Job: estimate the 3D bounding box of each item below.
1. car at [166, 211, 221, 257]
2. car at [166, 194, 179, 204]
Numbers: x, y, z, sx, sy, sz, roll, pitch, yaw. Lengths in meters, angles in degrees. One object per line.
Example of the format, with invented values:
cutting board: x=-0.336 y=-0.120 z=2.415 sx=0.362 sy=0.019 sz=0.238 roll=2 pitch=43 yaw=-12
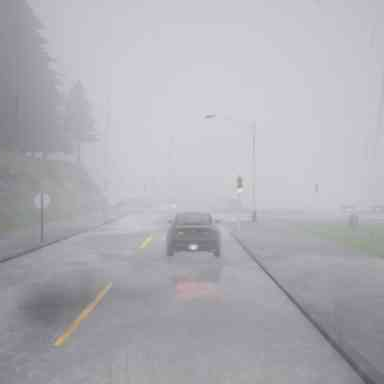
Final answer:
car: x=0.066 y=1.504 z=12.863 sx=1.837 sy=1.490 sz=4.892 roll=0 pitch=-1 yaw=0
car: x=-4.007 y=1.605 z=64.286 sx=1.895 sy=1.301 sz=4.718 roll=0 pitch=0 yaw=0
